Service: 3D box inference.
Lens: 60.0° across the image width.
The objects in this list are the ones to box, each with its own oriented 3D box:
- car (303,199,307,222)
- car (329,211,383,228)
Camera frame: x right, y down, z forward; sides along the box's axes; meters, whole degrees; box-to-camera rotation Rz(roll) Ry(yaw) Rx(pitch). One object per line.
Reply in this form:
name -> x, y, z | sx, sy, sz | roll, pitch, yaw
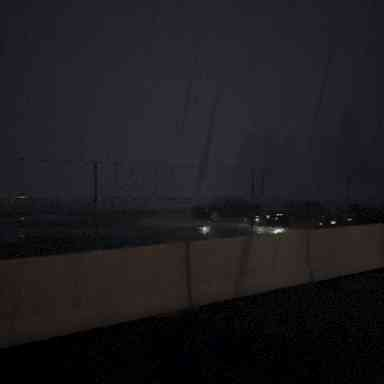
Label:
car -> 6.439, 1.207, 20.400 | 4.892, 1.490, 1.837 | 1, 1, -32
car -> 8.760, 1.364, 17.726 | 4.181, 1.385, 1.994 | 1, 1, -32
